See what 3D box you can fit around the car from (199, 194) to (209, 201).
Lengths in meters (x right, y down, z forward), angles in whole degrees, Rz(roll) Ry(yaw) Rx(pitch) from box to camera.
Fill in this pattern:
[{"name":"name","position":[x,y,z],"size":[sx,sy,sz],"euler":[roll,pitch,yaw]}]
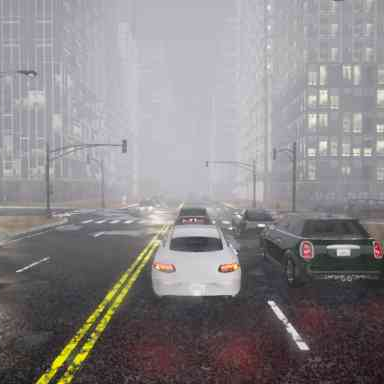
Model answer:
[{"name":"car","position":[3.050,1.396,80.332],"size":[1.882,1.535,5.008],"euler":[0,0,0]}]

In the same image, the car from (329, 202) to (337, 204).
[{"name":"car","position":[15.004,1.701,35.378],"size":[4.718,1.301,1.895],"euler":[0,1,1]}]

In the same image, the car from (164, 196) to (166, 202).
[{"name":"car","position":[-6.680,1.416,71.451],"size":[1.882,1.535,5.008],"euler":[0,0,0]}]

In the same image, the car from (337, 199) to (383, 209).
[{"name":"car","position":[16.127,1.519,29.575],"size":[5.009,1.841,2.192],"euler":[1,0,1]}]

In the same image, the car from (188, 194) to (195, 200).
[{"name":"car","position":[-0.227,1.220,90.742],"size":[1.882,1.535,5.008],"euler":[0,0,0]}]

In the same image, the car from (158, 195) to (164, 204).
[{"name":"car","position":[-6.721,1.429,61.076],"size":[1.882,1.535,5.008],"euler":[0,0,1]}]

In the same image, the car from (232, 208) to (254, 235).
[{"name":"car","position":[3.305,1.555,17.823],"size":[1.994,1.385,4.181],"euler":[0,0,0]}]

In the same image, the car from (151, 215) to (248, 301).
[{"name":"car","position":[0.081,1.522,8.160],"size":[1.812,1.442,4.674],"euler":[0,0,0]}]

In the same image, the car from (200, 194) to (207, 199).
[{"name":"car","position":[3.023,1.266,90.749],"size":[1.812,1.442,4.674],"euler":[0,0,0]}]

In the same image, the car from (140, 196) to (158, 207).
[{"name":"car","position":[-6.717,1.528,50.752],"size":[1.994,1.385,4.181],"euler":[0,0,0]}]

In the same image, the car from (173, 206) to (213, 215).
[{"name":"car","position":[0.057,1.495,17.408],"size":[1.837,1.490,4.892],"euler":[0,0,0]}]

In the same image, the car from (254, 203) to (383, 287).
[{"name":"car","position":[3.327,1.348,9.436],"size":[2.097,1.767,4.553],"euler":[0,0,0]}]

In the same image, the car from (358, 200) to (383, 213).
[{"name":"car","position":[21.715,1.643,37.876],"size":[4.829,1.417,1.752],"euler":[1,0,1]}]

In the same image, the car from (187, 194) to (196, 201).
[{"name":"car","position":[-0.200,1.418,80.325],"size":[1.837,1.490,4.892],"euler":[0,0,0]}]
